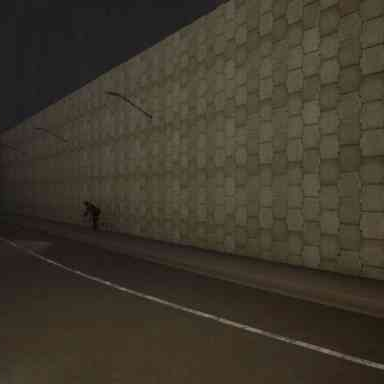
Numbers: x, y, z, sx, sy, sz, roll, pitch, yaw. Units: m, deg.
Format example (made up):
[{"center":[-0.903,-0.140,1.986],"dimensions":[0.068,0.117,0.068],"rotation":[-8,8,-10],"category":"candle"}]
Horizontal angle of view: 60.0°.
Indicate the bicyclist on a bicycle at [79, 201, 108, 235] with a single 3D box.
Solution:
[{"center":[-4.926,1.221,16.346],"dimensions":[0.582,1.620,1.656],"rotation":[-20,-6,41],"category":"bicyclist on a bicycle"}]
